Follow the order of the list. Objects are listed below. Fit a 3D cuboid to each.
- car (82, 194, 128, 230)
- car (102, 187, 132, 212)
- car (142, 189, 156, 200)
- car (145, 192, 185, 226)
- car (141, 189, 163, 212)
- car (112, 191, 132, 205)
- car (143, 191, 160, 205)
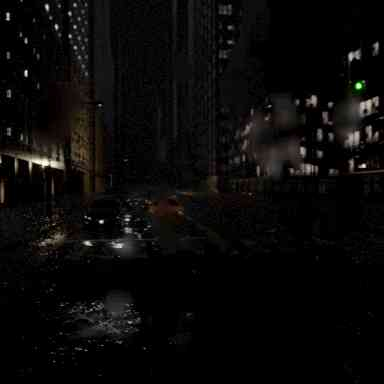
[{"bbox_3d":[-4.631,1.088,17.959,1.837,1.490,4.892,0,1,-9],"label":"car"},{"bbox_3d":[-6.327,0.561,28.234,2.150,2.045,5.566,0,1,-10],"label":"car"},{"bbox_3d":[-6.310,0.330,48.287,1.882,1.535,5.008,0,1,-9],"label":"car"},{"bbox_3d":[-1.611,1.016,19.664,1.882,1.535,5.008,0,1,-9],"label":"car"},{"bbox_3d":[-3.076,0.681,28.499,2.097,1.767,4.553,0,1,-9],"label":"car"},{"bbox_3d":[-7.987,0.645,38.330,2.033,1.411,5.357,0,1,-9],"label":"car"},{"bbox_3d":[-4.698,0.619,38.355,1.812,1.442,4.674,0,1,-9],"label":"car"}]
